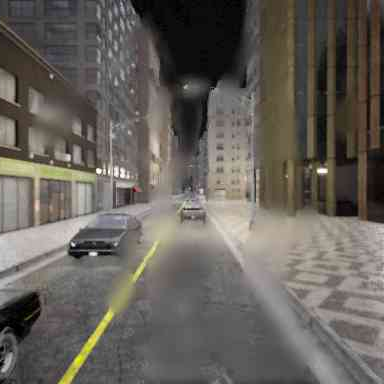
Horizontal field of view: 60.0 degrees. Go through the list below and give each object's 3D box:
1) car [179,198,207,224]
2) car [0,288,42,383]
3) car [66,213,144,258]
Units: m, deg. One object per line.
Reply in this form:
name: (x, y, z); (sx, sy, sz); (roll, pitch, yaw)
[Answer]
car: (0.087, 1.484, 24.543); (2.128, 1.511, 4.902); (0, 0, 0)
car: (-3.092, 1.601, 2.560); (1.895, 1.301, 4.718); (0, 0, 0)
car: (-3.057, 1.545, 12.999); (2.033, 1.411, 5.357); (0, 0, 0)
